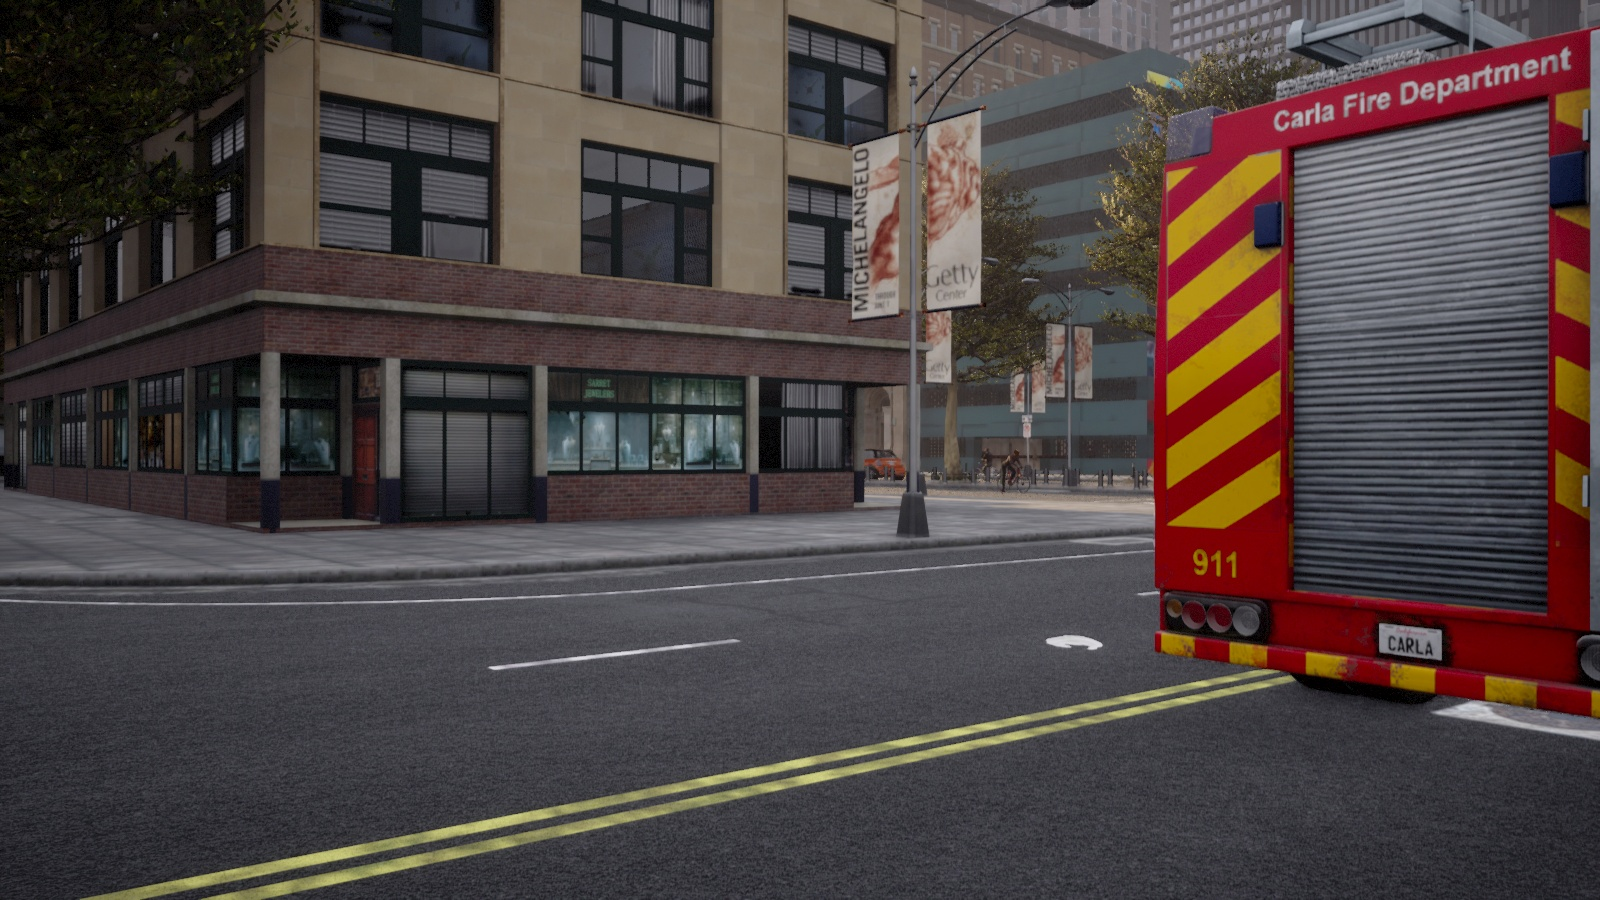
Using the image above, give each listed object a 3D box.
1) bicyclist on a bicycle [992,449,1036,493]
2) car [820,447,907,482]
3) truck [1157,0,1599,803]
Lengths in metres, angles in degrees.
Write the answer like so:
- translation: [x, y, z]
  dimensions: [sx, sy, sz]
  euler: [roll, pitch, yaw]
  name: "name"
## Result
- translation: [8.085, 0.781, 47.542]
  dimensions: [0.582, 1.620, 1.656]
  euler: [0, 0, -39]
  name: "bicyclist on a bicycle"
- translation: [3.290, 0.739, 66.058]
  dimensions: [2.097, 1.767, 4.553]
  euler: [0, 0, -39]
  name: "car"
- translation: [6.225, -0.407, 8.616]
  dimensions: [8.468, 3.827, 2.891]
  euler: [0, 0, -39]
  name: "truck"
